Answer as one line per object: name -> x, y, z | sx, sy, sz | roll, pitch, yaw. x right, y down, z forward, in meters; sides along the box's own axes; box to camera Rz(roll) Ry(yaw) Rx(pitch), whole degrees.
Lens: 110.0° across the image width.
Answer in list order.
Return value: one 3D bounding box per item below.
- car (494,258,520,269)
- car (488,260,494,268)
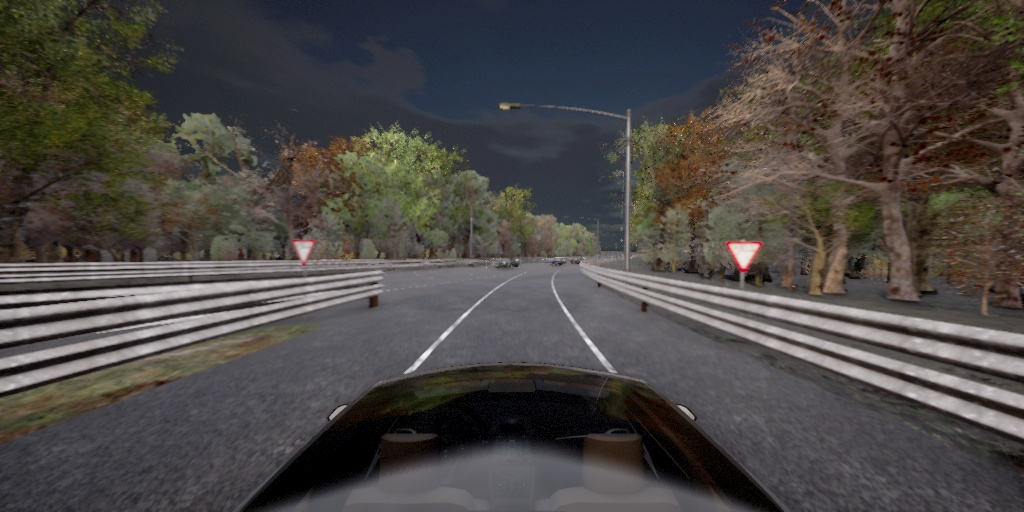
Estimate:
car -> -0.421, 1.042, 53.494 | 2.097, 1.767, 4.553 | 1, 0, 20
car -> -2.252, 1.130, 58.693 | 2.128, 1.511, 4.902 | 1, 0, 20
